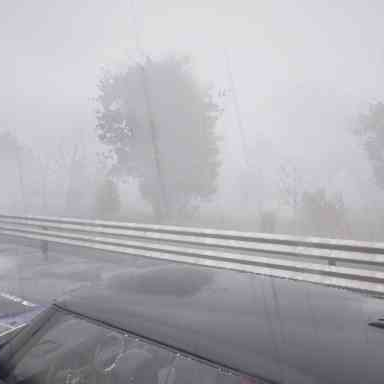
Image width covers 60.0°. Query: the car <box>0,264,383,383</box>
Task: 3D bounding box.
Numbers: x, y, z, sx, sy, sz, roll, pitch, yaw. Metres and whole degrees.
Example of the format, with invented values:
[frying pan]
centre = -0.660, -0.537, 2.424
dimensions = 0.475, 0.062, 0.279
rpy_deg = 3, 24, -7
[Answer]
[car]
centre = -0.253, 1.352, 2.294
dimensions = 4.553, 1.767, 2.097
rpy_deg = 0, 0, 36
